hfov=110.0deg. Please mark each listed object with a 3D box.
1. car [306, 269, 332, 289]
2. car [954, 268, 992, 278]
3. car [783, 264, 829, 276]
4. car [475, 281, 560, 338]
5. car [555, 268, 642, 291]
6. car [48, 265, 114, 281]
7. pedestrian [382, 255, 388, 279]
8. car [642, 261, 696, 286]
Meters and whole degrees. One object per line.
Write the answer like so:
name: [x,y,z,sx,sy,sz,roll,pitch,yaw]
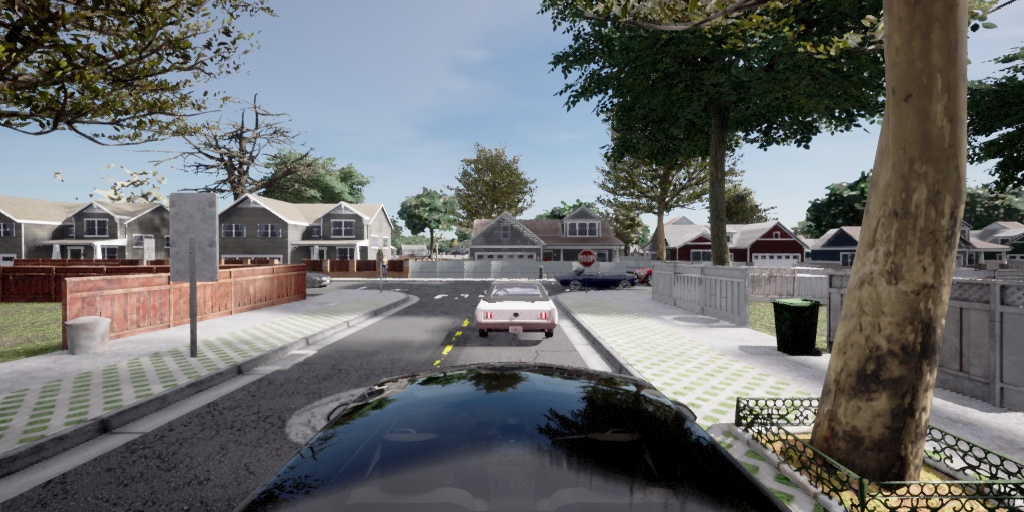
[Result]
car: [-13.329,1.239,21.508,4.674,1.442,1.812,1,1,2]
car: [30.344,1.456,24.950,4.718,1.301,1.895,0,1,1]
car: [19.800,1.307,24.841,4.902,1.511,2.128,0,1,-1]
car: [0.123,1.349,10.220,1.895,1.301,4.718,0,0,1]
car: [5.043,1.390,21.755,4.718,1.301,1.895,0,1,-1]
car: [-24.874,1.229,21.447,4.181,1.385,1.994,0,1,0]
pedestrian: [-9.767,0.809,27.451,0.375,1.860,0.375,0,0,-1]
car: [10.671,1.133,24.750,4.553,1.767,2.097,0,1,-1]
